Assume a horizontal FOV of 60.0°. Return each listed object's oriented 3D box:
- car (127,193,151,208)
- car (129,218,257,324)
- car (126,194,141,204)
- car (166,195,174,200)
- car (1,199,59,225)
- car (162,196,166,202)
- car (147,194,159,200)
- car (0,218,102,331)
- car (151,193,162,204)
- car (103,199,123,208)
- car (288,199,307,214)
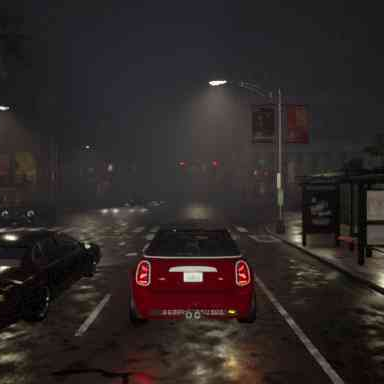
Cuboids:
[{"bbox_3d":[-7.513,1.221,47.242,2.150,2.045,5.566,0,0,-2],"label":"car"},{"bbox_3d":[0.006,1.352,7.336,2.097,1.767,4.553,0,0,0],"label":"car"},{"bbox_3d":[-11.233,1.350,64.404,2.097,1.767,4.553,0,0,0],"label":"car"},{"bbox_3d":[-6.533,1.593,92.619,1.895,1.301,4.718,0,0,12],"label":"car"},{"bbox_3d":[-10.828,1.351,22.528,2.097,1.767,4.553,0,0,-1],"label":"car"},{"bbox_3d":[-7.850,1.353,78.400,2.097,1.767,4.553,0,0,-1],"label":"car"},{"bbox_3d":[-10.624,1.353,90.128,2.097,1.767,4.553,0,0,9],"label":"car"},{"bbox_3d":[-3.493,1.547,7.129,2.033,1.411,5.357,0,0,0],"label":"car"},{"bbox_3d":[-7.741,1.220,66.160,2.150,2.045,5.566,0,0,0],"label":"car"},{"bbox_3d":[-11.099,1.600,46.989,1.895,1.301,4.718,0,0,-1],"label":"car"},{"bbox_3d":[12.620,1.477,34.822,5.008,1.535,1.882,0,0,0],"label":"car"}]
